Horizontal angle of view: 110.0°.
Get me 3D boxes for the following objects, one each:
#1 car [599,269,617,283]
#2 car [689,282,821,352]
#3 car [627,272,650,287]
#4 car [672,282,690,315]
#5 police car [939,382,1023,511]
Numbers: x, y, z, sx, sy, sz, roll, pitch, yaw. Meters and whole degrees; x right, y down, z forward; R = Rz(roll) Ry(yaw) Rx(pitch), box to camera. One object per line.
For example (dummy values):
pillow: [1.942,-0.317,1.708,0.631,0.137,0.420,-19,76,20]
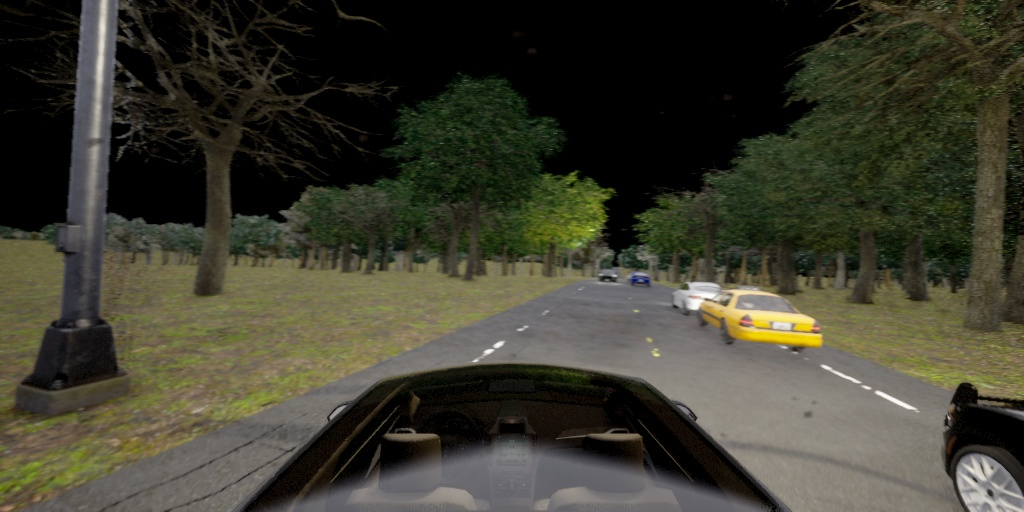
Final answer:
car: [12.012,2.389,44.918,2.097,1.767,4.553,3,-1,16]
car: [6.991,1.674,10.806,1.801,1.575,5.366,3,-1,16]
car: [14.367,2.539,40.309,1.882,1.535,5.008,3,-1,16]
car: [8.583,1.899,16.390,1.812,1.442,4.674,3,-1,16]
police car: [4.221,1.392,1.115,1.930,1.638,5.238,3,-1,16]
